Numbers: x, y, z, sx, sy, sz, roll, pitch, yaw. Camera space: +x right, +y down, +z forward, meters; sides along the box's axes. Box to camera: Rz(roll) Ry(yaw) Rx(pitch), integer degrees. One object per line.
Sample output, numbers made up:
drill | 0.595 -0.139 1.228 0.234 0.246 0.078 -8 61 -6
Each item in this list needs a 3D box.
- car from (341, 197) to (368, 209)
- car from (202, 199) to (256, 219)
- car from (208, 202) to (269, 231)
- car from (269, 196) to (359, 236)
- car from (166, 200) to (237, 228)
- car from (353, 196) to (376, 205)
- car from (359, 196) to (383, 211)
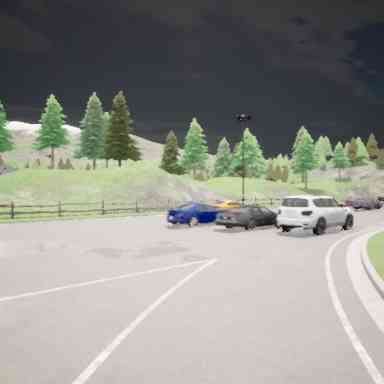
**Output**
car | 22.929 1.518 46.867 4.674 1.442 1.812 0 0 -41
car | 3.364 1.473 29.607 5.008 1.535 1.882 0 0 -41
car | 3.768 1.544 20.633 5.357 1.411 2.033 0 0 -41
car | 7.066 1.220 18.874 5.566 2.045 2.150 0 0 -41
car | 0.551 1.474 22.461 5.008 1.535 1.882 0 0 -41
car | 30.085 1.469 57.978 5.008 1.535 1.882 0 0 -41
car | 21.820 1.541 41.220 5.357 1.411 2.033 0 0 -41
